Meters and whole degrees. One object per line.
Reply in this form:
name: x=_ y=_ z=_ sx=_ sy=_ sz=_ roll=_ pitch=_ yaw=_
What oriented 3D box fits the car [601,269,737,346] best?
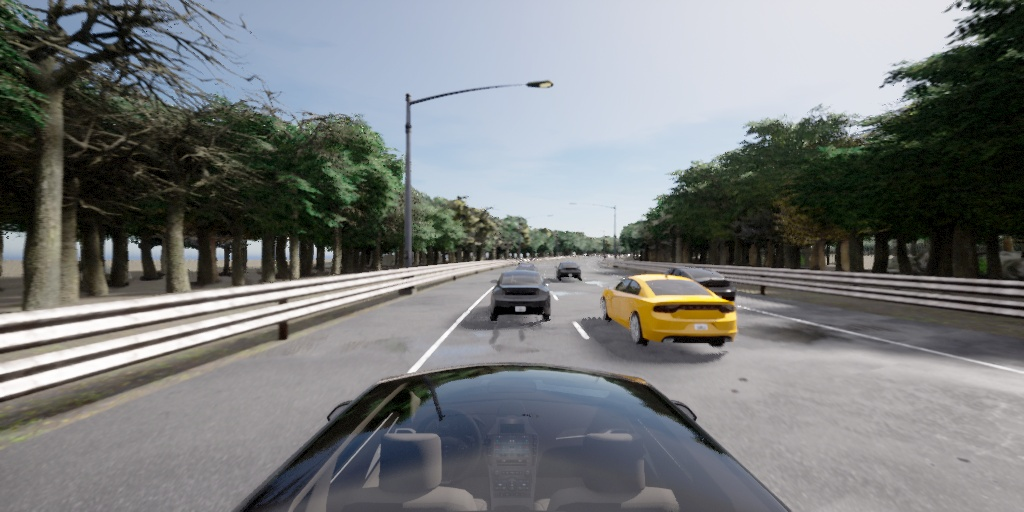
car: x=3.726 y=1.225 z=9.450 sx=1.882 sy=1.535 sz=5.008 roll=0 pitch=0 yaw=1

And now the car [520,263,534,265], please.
car: x=1.249 y=1.293 z=30.777 sx=1.994 sy=1.385 sz=4.181 roll=0 pitch=0 yaw=4

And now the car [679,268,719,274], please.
car: x=7.395 y=1.251 z=15.187 sx=1.837 sy=1.490 sz=4.892 roll=0 pitch=0 yaw=2

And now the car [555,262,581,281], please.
car: x=4.718 y=1.237 z=30.261 sx=1.837 sy=1.490 sz=4.892 roll=0 pitch=0 yaw=4

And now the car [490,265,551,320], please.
car: x=0.305 y=1.246 z=12.546 sx=1.837 sy=1.490 sz=4.892 roll=0 pitch=0 yaw=2
